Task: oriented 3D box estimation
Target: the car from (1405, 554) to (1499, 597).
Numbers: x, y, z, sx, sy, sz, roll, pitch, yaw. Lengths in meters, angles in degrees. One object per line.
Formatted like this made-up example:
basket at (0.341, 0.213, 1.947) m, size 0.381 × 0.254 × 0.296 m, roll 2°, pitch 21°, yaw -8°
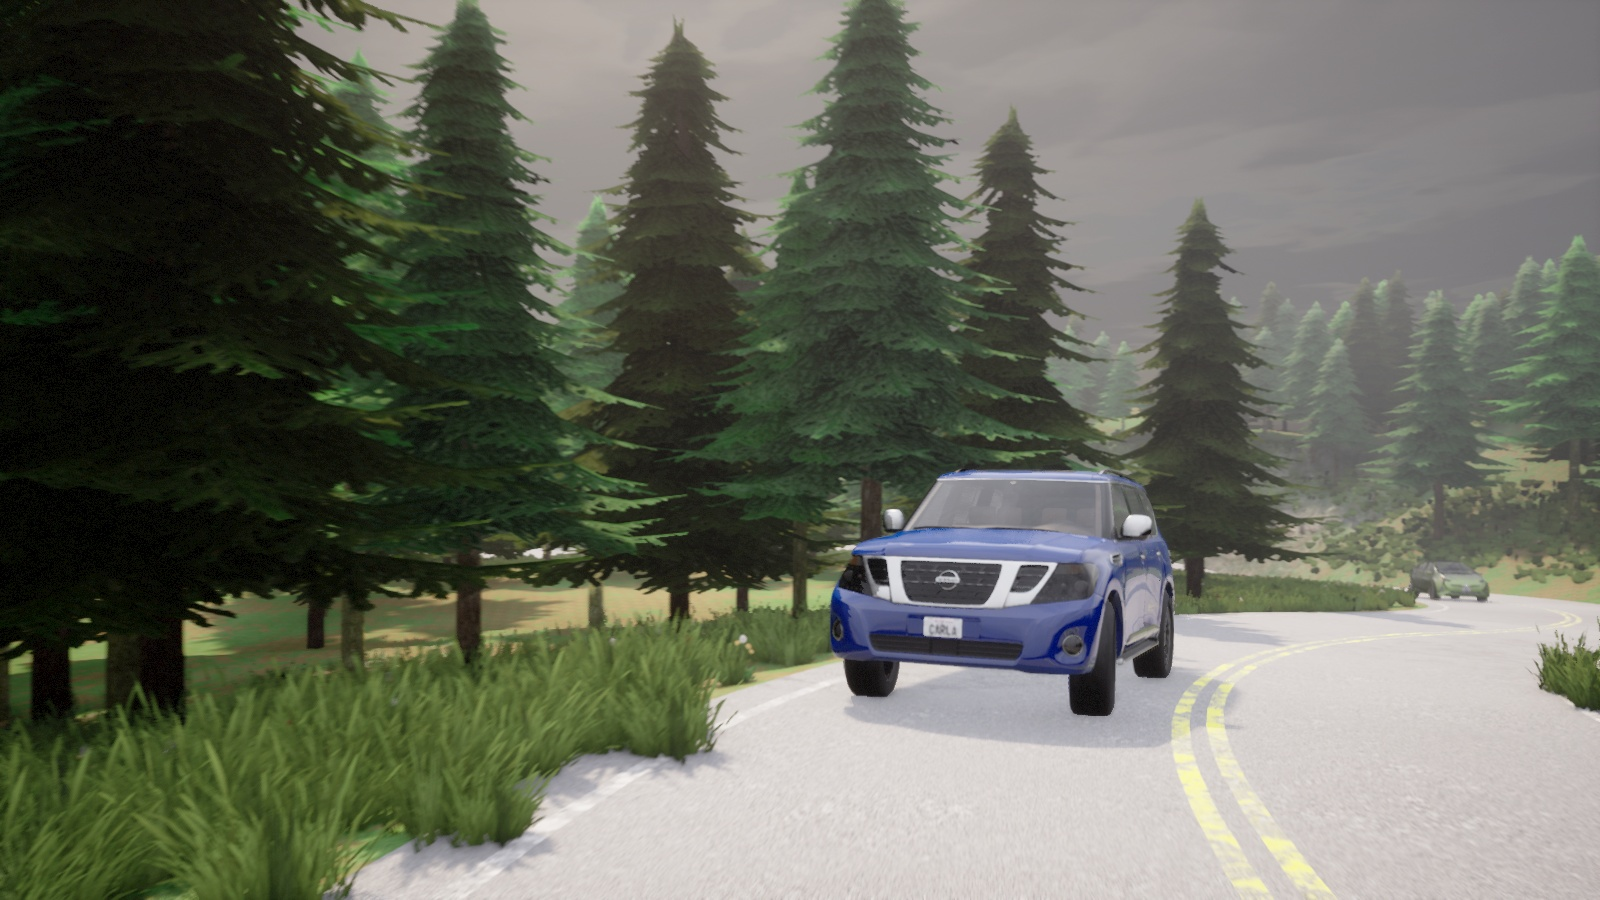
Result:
car at (25.223, 4.832, 48.757) m, size 2.007 × 1.525 × 4.514 m, roll 0°, pitch -4°, yaw 10°

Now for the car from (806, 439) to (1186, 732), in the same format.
car at (2.169, 1.154, 11.788) m, size 2.150 × 2.045 × 5.566 m, roll 0°, pitch -4°, yaw 24°
